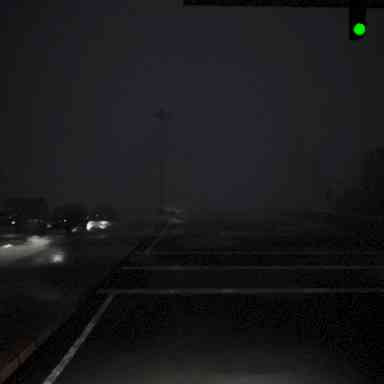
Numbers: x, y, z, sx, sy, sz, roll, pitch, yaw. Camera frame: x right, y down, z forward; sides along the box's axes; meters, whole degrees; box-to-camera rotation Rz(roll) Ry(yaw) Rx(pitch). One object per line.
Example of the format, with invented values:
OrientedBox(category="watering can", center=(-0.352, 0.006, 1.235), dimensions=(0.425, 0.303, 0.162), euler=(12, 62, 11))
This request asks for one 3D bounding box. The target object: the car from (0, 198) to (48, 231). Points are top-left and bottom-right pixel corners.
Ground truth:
OrientedBox(category="car", center=(-11.560, 1.423, 22.412), dimensions=(2.150, 2.045, 5.566), euler=(0, -1, 1))

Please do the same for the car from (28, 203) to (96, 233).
OrientedBox(category="car", center=(-8.075, 1.683, 21.269), dimensions=(2.128, 1.511, 4.902), euler=(0, -1, 0))

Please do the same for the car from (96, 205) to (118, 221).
OrientedBox(category="car", center=(-8.044, 1.835, 30.182), dimensions=(1.994, 1.385, 4.181), euler=(0, -1, 1))
